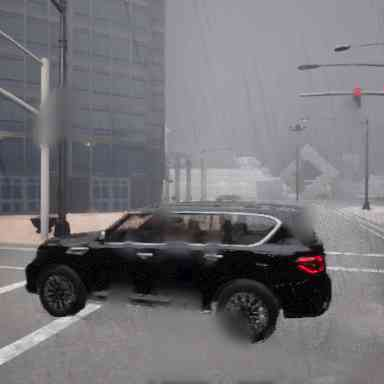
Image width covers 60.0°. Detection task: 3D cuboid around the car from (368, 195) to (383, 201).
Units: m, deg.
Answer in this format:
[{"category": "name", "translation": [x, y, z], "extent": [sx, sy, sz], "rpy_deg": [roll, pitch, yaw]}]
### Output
[{"category": "car", "translation": [45.057, 1.492, 80.960], "extent": [1.895, 1.301, 4.718], "rpy_deg": [0, 0, -27]}]

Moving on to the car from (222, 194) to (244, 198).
[{"category": "car", "translation": [8.582, 1.267, 65.900], "extent": [2.128, 1.511, 4.902], "rpy_deg": [0, 0, -27]}]

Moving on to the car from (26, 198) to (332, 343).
[{"category": "car", "translation": [-0.356, 1.212, 6.330], "extent": [5.566, 2.045, 2.150], "rpy_deg": [0, 0, 17]}]

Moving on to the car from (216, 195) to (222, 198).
[{"category": "car", "translation": [8.965, 1.223, 93.906], "extent": [4.181, 1.385, 1.994], "rpy_deg": [0, 0, -13]}]
